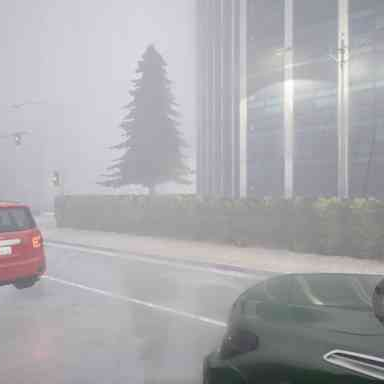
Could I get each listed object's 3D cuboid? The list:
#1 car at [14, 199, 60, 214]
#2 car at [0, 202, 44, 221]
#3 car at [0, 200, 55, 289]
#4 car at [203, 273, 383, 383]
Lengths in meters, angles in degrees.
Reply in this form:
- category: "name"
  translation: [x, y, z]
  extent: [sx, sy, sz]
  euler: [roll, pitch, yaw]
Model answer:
- category: "car"
  translation: [-17.162, 1.564, 37.002]
  extent: [1.994, 1.385, 4.181]
  euler: [0, 0, 36]
- category: "car"
  translation: [-15.081, 1.601, 27.647]
  extent: [1.895, 1.301, 4.718]
  euler: [0, 0, 36]
- category: "car"
  translation: [-5.722, 1.221, 8.009]
  extent: [5.566, 2.045, 2.150]
  euler: [0, 0, 38]
- category: "car"
  translation: [2.749, 1.221, 2.030]
  extent: [5.566, 2.045, 2.150]
  euler: [0, 0, 36]
